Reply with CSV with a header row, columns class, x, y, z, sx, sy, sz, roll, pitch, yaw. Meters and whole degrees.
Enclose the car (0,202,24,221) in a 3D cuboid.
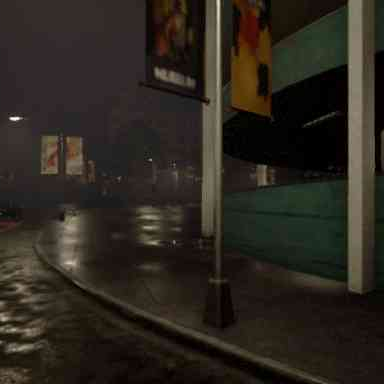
class,x,y,z,sx,sy,sz,roll,pitch,yaw
car,-15.736,1.578,28.446,1.882,1.535,5.008,0,0,-17
